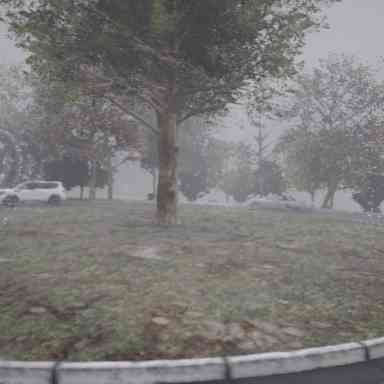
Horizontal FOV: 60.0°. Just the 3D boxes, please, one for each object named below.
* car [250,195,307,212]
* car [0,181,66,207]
[{"bbox_3d":[7.514,0.936,29.299,4.718,1.301,1.895,3,2,39],"label":"car"},{"bbox_3d":[-13.331,0.103,27.567,5.566,2.045,2.150,0,2,-44],"label":"car"}]
